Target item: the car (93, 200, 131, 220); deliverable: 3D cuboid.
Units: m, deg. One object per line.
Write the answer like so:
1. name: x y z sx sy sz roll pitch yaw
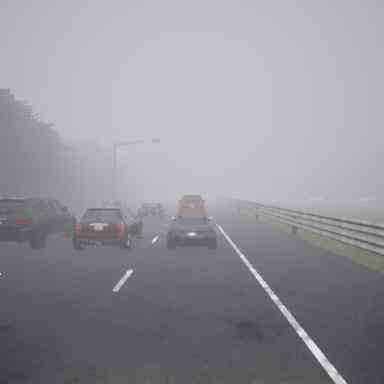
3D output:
1. car: -7.000 1.513 29.650 2.128 1.511 4.902 0 0 0

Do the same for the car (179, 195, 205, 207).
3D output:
1. car: 0.000 1.276 29.680 2.150 2.045 5.566 0 0 0

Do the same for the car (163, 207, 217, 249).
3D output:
1. car: 0.000 1.577 14.649 1.994 1.385 4.181 0 0 0

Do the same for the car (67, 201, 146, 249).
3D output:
1. car: -3.500 1.371 14.620 2.097 1.767 4.553 0 0 0

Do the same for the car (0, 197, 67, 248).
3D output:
1. car: -6.992 1.237 14.683 2.150 2.045 5.566 0 0 0

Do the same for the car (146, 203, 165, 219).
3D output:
1. car: -3.500 1.635 29.680 1.895 1.301 4.718 0 0 0
